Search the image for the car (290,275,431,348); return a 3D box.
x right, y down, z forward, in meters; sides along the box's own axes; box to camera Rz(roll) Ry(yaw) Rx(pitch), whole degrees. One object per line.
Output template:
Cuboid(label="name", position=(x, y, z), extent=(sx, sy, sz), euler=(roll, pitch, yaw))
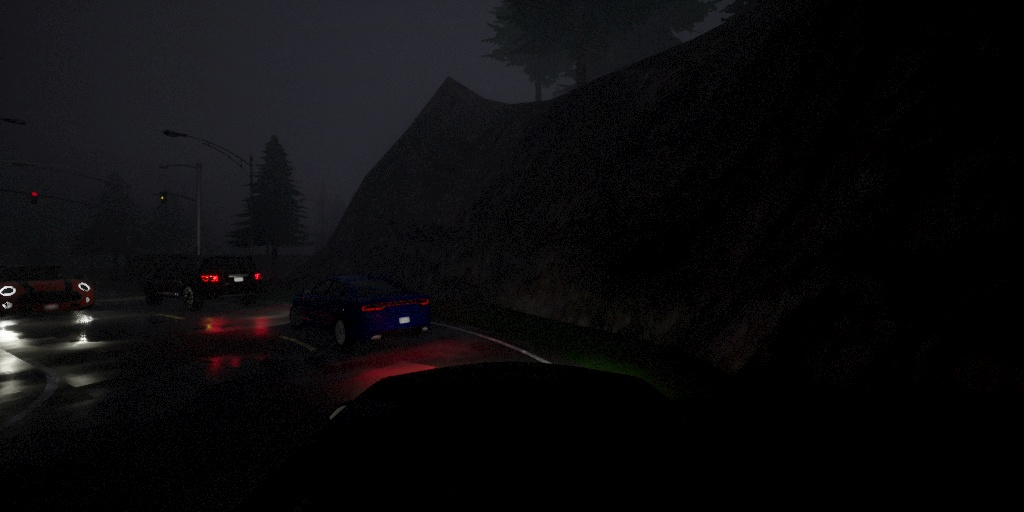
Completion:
Cuboid(label="car", position=(-4.114, 1.228, 9.401), extent=(5.008, 1.535, 1.882), euler=(0, 0, 43))

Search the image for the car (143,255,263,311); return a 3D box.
Cuboid(label="car", position=(-12.624, 0.971, 14.645), extent=(5.566, 2.045, 2.150), euler=(0, 0, 27))

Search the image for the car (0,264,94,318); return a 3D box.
Cuboid(label="car", position=(-17.190, 1.101, 12.890), extent=(4.553, 1.767, 2.097), euler=(0, 0, 28))
